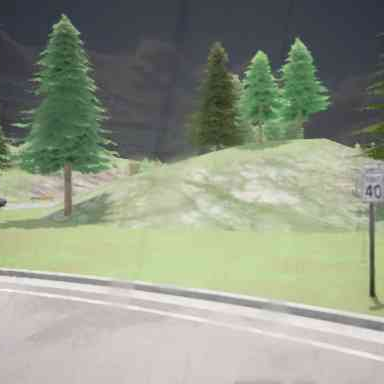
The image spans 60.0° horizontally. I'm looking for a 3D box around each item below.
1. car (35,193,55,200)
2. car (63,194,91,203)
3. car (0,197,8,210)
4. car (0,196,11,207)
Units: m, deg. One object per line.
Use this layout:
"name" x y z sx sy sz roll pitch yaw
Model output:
"car" -27.280 0.847 60.889 1.882 1.535 5.008 0 1 17
"car" -20.648 1.170 58.639 2.128 1.511 4.902 0 0 17
"car" -23.485 1.376 37.276 2.128 1.511 4.902 0 1 17
"car" -27.996 1.371 46.483 1.812 1.442 4.674 0 0 17
